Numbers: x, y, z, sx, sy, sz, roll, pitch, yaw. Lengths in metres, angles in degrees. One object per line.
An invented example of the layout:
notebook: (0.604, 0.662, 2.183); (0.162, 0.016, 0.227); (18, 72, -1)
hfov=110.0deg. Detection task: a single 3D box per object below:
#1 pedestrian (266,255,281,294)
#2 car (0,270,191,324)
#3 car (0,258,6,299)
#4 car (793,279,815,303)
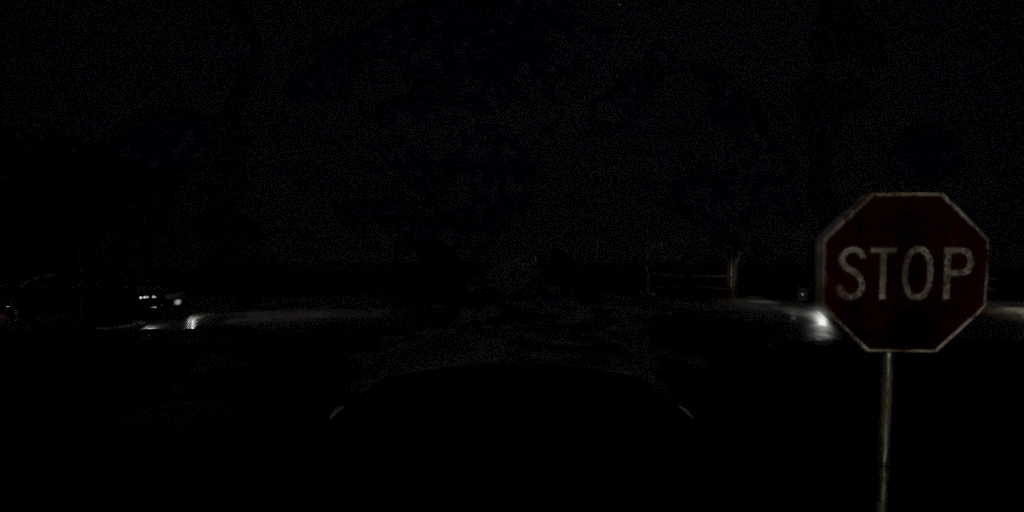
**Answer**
pedestrian: (-11.537, 0.872, 17.280); (0.375, 1.860, 0.375); (0, 2, 2)
car: (-13.205, 1.225, 11.477); (4.902, 1.511, 2.128); (0, 2, -1)
car: (-24.402, 1.001, 14.647); (4.553, 1.767, 2.097); (0, 2, 2)
car: (13.354, 1.175, 13.475); (4.674, 1.442, 1.812); (0, 2, 3)
